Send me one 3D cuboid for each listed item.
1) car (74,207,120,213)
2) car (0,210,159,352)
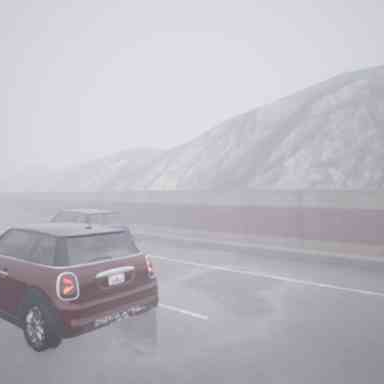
[{"bbox_3d":[-4.140,1.401,12.185,4.553,1.767,2.097,0,0,41],"label":"car"},{"bbox_3d":[-2.827,1.378,6.495,4.553,1.767,2.097,0,0,39],"label":"car"}]
